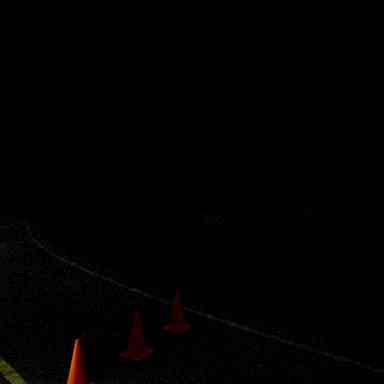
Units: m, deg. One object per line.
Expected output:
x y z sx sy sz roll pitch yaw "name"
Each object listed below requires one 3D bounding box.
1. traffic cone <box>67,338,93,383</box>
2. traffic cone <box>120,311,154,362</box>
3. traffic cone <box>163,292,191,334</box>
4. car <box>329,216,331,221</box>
-1.277 1.945 3.735 0.340 0.580 0.340 1 1 31 "traffic cone"
-0.758 1.938 4.585 0.340 0.580 0.340 1 1 31 "traffic cone"
-0.238 1.931 5.435 0.340 0.580 0.340 1 1 31 "traffic cone"
35.622 6.631 82.730 1.851 1.617 3.988 -4 -3 4 "car"
